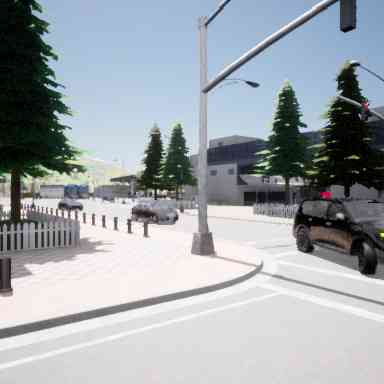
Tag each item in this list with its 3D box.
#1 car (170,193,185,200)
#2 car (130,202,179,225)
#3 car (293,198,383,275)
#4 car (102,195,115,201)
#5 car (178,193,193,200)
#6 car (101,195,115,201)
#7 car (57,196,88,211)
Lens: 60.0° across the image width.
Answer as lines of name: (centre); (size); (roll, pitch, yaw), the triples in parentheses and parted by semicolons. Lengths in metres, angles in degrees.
car: (-3.867, 1.113, 85.969); (1.932, 1.855, 4.605); (0, 0, -37)
car: (-2.851, 1.506, 24.687); (2.128, 1.511, 4.902); (0, 0, -37)
car: (5.385, 1.230, 10.948); (2.150, 2.045, 5.566); (1, -1, -10)
car: (-18.885, 1.389, 75.023); (1.845, 1.501, 3.633); (0, 0, -37)
car: (-1.777, 1.092, 88.029); (1.905, 1.878, 3.866); (0, 0, -37)
car: (-20.905, 1.400, 82.760); (1.970, 1.475, 3.806); (0, 0, -37)
car: (-15.059, 1.563, 41.004); (2.033, 1.411, 5.357); (0, 0, -37)
